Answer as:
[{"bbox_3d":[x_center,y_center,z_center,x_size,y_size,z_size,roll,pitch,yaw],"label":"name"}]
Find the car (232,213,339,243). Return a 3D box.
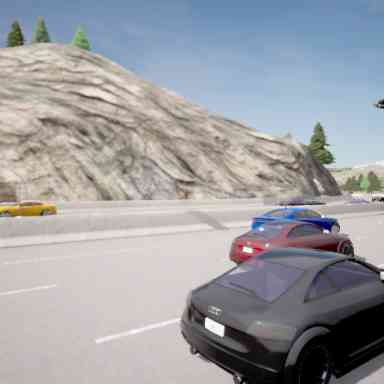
[{"bbox_3d":[3.163,1.563,10.305,4.181,1.385,1.994,0,0,-35],"label":"car"}]

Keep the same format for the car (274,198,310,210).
[{"bbox_3d":[13.388,1.543,44.488,5.357,1.411,2.033,0,0,-40],"label":"car"}]

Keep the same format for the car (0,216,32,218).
[{"bbox_3d":[-14.154,1.476,28.290,5.008,1.535,1.882,0,0,-36],"label":"car"}]

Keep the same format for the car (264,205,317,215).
[{"bbox_3d":[5.049,1.476,15.947,5.008,1.535,1.882,0,0,-35],"label":"car"}]

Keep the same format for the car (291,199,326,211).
[{"bbox_3d":[14.289,1.597,40.697,4.718,1.301,1.895,0,0,-40],"label":"car"}]

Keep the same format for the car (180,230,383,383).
[{"bbox_3d":[1.898,1.564,5.101,4.181,1.385,1.994,0,0,-36],"label":"car"}]
